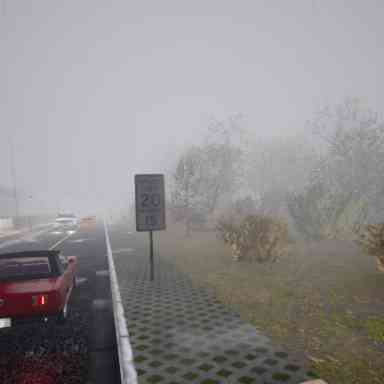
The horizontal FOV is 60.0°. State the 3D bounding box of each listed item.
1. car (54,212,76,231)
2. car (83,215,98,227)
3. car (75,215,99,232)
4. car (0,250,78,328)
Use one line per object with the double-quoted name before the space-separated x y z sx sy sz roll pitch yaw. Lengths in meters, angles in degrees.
"car" -15.474 3.555 40.817 2.150 2.045 5.566 -1 -3 -15
"car" -14.316 4.095 47.171 1.837 1.490 4.892 -1 -3 -15
"car" -11.580 3.511 37.126 1.882 1.535 5.008 -1 -3 -15
"car" -3.718 1.989 7.618 1.895 1.301 4.718 -1 -3 -15
